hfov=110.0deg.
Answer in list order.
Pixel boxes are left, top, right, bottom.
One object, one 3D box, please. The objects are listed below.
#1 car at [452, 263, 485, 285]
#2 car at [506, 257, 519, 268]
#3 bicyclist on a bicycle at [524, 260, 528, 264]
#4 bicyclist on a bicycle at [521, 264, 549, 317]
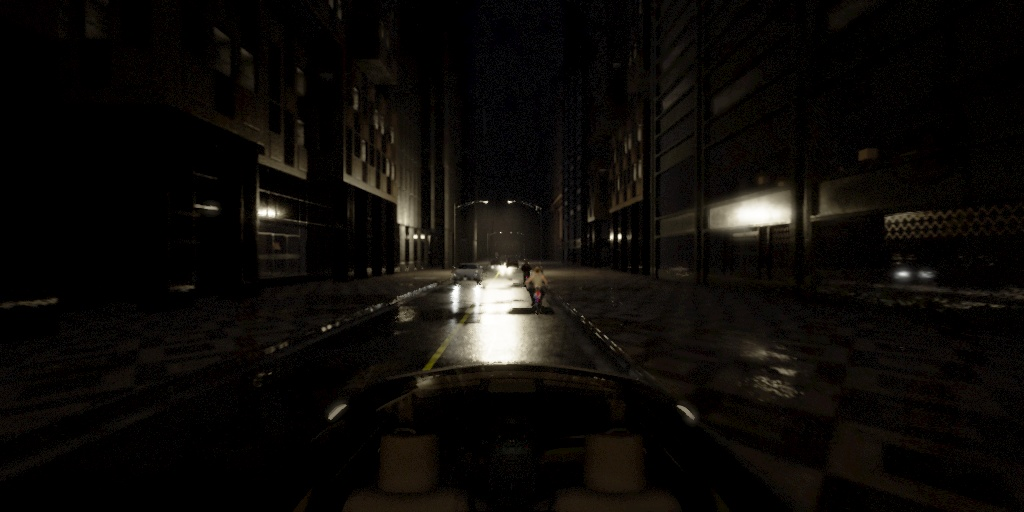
[{"bbox_3d":[-3.098,1.230,25.984,1.812,1.442,4.674,0,0,0],"label":"car"},{"bbox_3d":[0.091,1.114,57.360,1.882,1.535,5.008,0,0,0],"label":"car"},{"bbox_3d":[0.827,1.084,21.100,0.659,1.776,1.843,0,0,0],"label":"bicyclist on a bicycle"},{"bbox_3d":[0.842,1.167,12.121,0.866,1.612,1.509,0,0,0],"label":"bicyclist on a bicycle"}]
